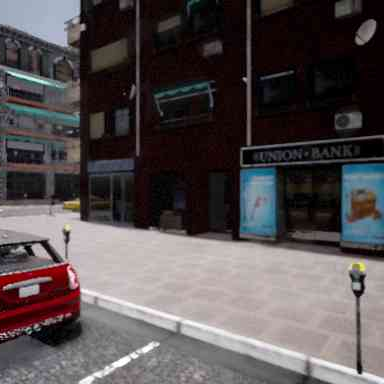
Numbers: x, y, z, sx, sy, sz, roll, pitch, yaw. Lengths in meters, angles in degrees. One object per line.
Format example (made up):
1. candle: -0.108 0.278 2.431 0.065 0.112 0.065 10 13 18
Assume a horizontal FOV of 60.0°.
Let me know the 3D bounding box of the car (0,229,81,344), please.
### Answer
1. car: -3.784 1.337 5.648 4.097 1.590 1.967 1 0 35

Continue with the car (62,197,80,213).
1. car: -8.071 0.913 26.996 1.752 1.417 4.829 1 1 36
